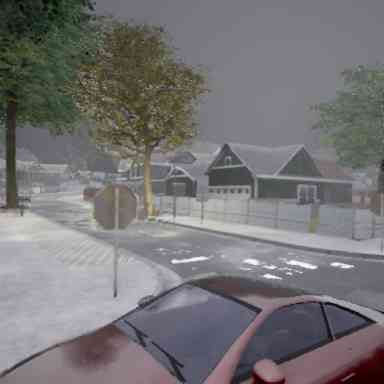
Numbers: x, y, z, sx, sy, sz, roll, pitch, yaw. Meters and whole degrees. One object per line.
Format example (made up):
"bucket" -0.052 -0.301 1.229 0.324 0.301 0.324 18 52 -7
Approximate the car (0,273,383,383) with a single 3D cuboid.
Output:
"car" 0.335 1.588 3.139 4.181 1.385 1.994 0 0 -35

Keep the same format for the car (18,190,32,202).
"car" -22.501 0.536 44.004 1.837 1.490 4.892 1 1 -32
